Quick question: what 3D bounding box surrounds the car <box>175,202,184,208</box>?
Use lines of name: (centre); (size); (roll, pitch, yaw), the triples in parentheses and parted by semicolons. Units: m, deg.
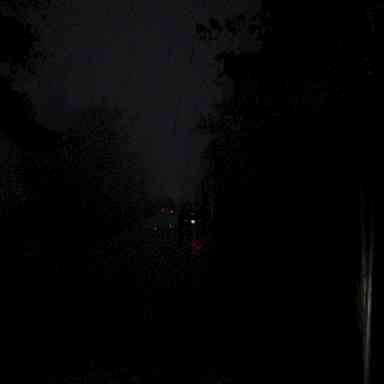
car: (-2.835, 3.005, 76.929); (1.895, 1.301, 4.718); (0, -2, 2)

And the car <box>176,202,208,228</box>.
car: (0.051, 1.641, 23.181); (1.837, 1.490, 4.892); (0, -1, 0)

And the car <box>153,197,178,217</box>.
car: (-2.959, 1.557, 36.280); (2.150, 2.045, 5.566); (0, -1, 0)

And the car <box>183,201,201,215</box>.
car: (-0.039, 1.921, 41.063); (2.128, 1.511, 4.902); (0, -1, 0)
